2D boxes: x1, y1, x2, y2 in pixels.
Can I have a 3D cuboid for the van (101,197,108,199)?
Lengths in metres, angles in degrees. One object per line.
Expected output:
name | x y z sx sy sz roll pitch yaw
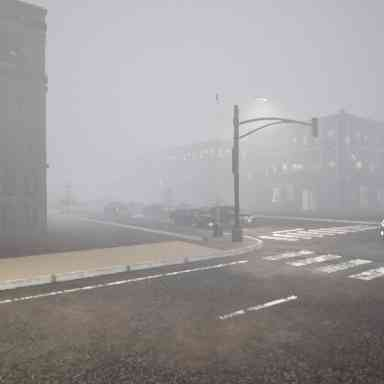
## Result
van | -13.910 1.906 58.359 1.690 1.788 3.998 -1 0 -35

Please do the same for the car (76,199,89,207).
car | -21.898 2.262 65.162 1.994 1.385 4.181 -1 0 -35

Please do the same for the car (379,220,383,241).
car | 10.515 1.348 15.153 4.553 1.767 2.097 0 0 -35

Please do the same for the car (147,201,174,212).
car | -4.295 1.966 44.817 1.802 1.307 4.206 -2 0 -35

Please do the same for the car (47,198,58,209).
car | -23.844 2.232 57.884 1.752 1.417 4.829 -1 0 -35

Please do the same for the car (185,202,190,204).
car | -1.093 1.903 40.303 1.802 1.307 4.206 -2 0 -35

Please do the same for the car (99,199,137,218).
car | -7.929 1.846 35.451 1.967 1.590 4.097 -1 0 -35

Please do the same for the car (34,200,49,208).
car | -30.348 2.375 67.052 2.008 1.369 4.403 -1 0 -35

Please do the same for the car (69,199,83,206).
car | -26.717 2.363 76.417 1.947 1.339 4.313 -1 0 -35

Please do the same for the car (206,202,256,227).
car | 2.685 1.737 24.990 1.812 1.442 4.674 -1 0 -33

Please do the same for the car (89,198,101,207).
car | -17.114 1.939 62.873 2.192 1.841 5.009 -1 0 -35

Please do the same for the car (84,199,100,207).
car | -20.311 2.227 67.388 1.887 1.381 4.507 -1 0 -35

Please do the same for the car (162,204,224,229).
car | 0.004 1.814 24.064 1.947 1.339 4.313 -1 0 -35

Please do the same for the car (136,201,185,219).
car | -3.260 1.877 33.360 2.033 1.411 5.357 -1 0 -36

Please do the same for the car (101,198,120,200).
car | -9.254 1.938 41.827 2.128 1.511 4.902 -1 0 -35
